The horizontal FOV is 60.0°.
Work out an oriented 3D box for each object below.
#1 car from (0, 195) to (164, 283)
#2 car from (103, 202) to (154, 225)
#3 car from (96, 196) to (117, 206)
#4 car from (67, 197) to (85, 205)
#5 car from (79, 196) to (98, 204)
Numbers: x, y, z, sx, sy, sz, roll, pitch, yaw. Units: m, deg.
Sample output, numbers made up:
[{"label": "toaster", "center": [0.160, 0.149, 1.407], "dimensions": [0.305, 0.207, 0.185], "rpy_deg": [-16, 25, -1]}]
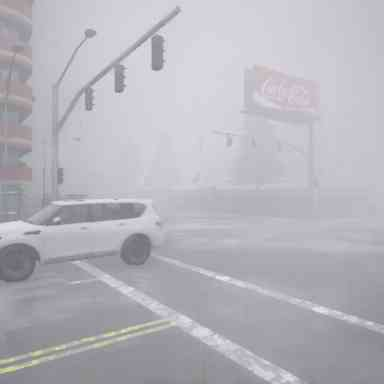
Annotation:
[{"label": "car", "center": [-3.514, 1.220, 10.080], "dimensions": [5.566, 2.045, 2.150], "rpy_deg": [0, 0, -36]}, {"label": "car", "center": [-4.843, 1.504, 24.677], "dimensions": [1.837, 1.490, 4.892], "rpy_deg": [0, 0, -36]}, {"label": "car", "center": [-14.487, 1.500, 56.410], "dimensions": [1.837, 1.490, 4.892], "rpy_deg": [0, 0, -36]}, {"label": "car", "center": [-20.557, 1.559, 58.857], "dimensions": [1.994, 1.385, 4.181], "rpy_deg": [0, 0, -36]}, {"label": "car", "center": [-19.974, 1.473, 64.040], "dimensions": [1.882, 1.535, 5.008], "rpy_deg": [0, 0, -36]}]
